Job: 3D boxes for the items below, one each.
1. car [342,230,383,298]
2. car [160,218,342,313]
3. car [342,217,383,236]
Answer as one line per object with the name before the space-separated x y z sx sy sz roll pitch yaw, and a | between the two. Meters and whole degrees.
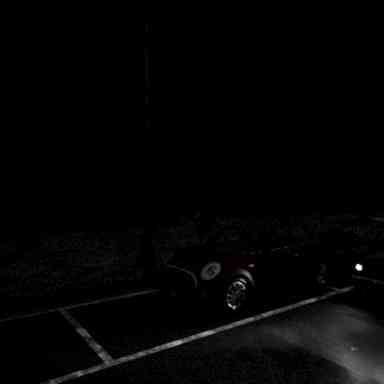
car | 5.497 1.585 7.303 4.718 1.301 1.895 0 0 -36
car | 1.282 1.430 7.563 4.097 1.590 1.967 0 0 -36
car | 5.848 1.530 10.821 4.403 1.369 2.008 0 0 -36
